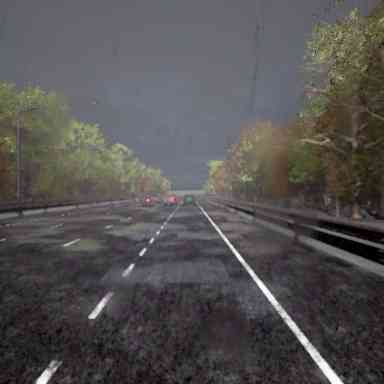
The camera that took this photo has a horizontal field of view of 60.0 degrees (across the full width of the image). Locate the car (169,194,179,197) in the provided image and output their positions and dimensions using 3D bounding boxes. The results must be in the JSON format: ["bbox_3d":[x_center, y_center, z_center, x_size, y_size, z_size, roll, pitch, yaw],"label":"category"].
[{"bbox_3d":[-4.096,1.413,72.227,2.150,2.045,5.566,0,0,0],"label":"car"}]

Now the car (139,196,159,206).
[{"bbox_3d":[-7.483,1.486,58.604,2.097,1.767,4.553,0,0,0],"label":"car"}]

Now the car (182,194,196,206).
[{"bbox_3d":[-0.480,1.381,58.306,2.150,2.045,5.566,0,0,0],"label":"car"}]

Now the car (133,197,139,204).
[{"bbox_3d":[-11.074,1.682,69.438,2.128,1.511,4.902,0,0,0],"label":"car"}]

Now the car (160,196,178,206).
[{"bbox_3d":[-3.985,1.748,58.692,1.895,1.301,4.718,0,0,0],"label":"car"}]
